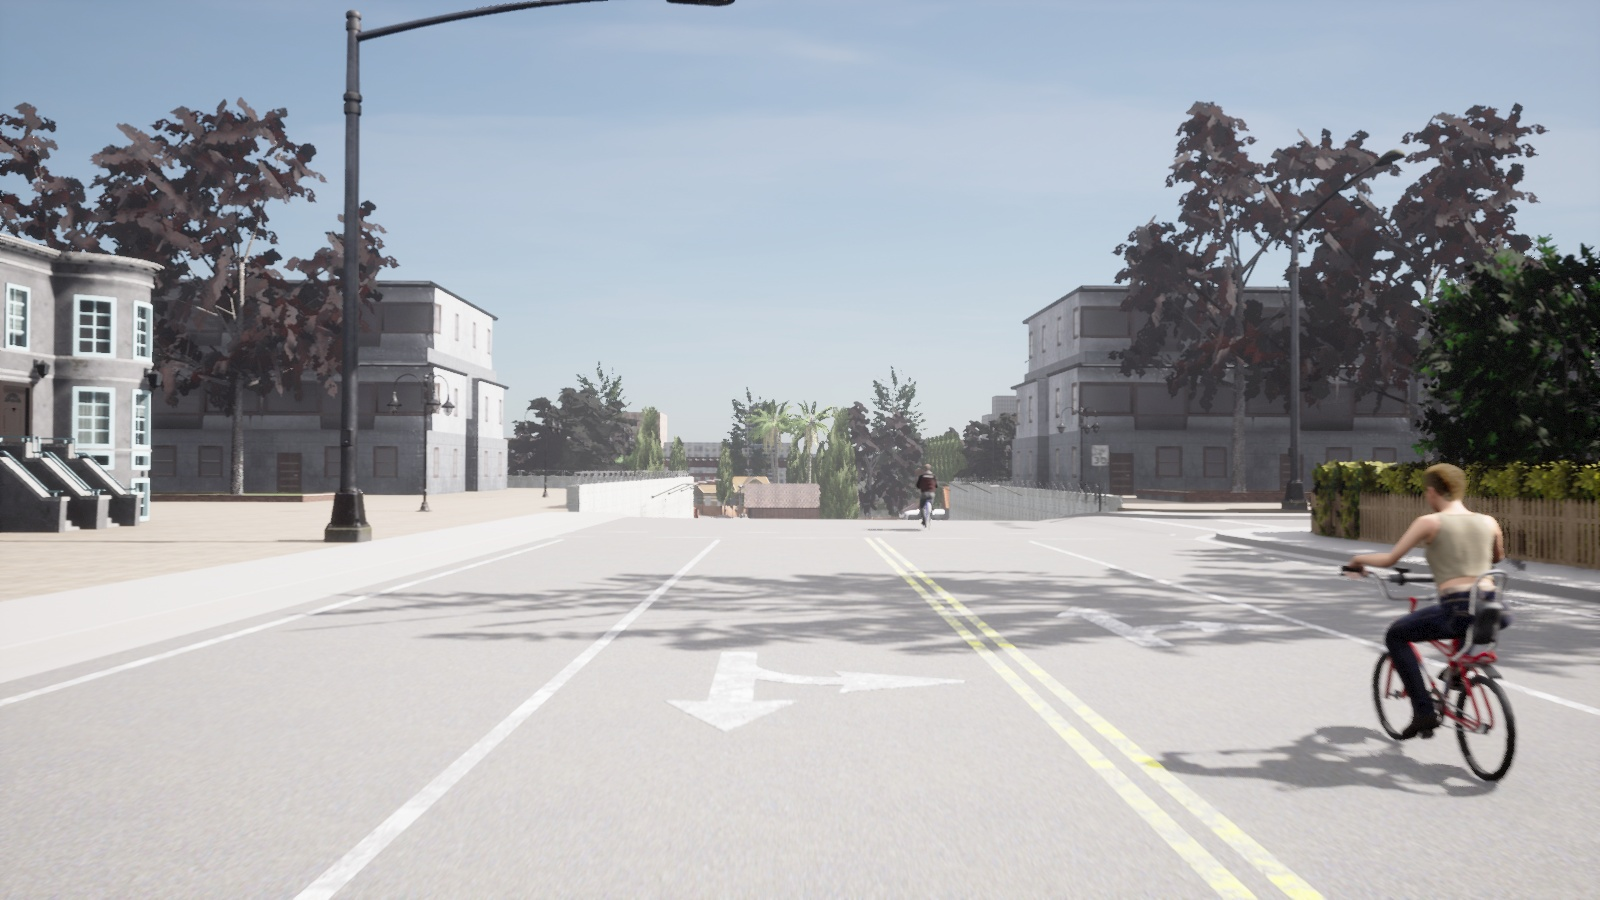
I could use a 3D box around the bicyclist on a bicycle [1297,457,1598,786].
[{"bbox_3d":[3.477,0.853,6.921,0.866,1.612,1.509,0,-1,0],"label":"bicyclist on a bicycle"}]
